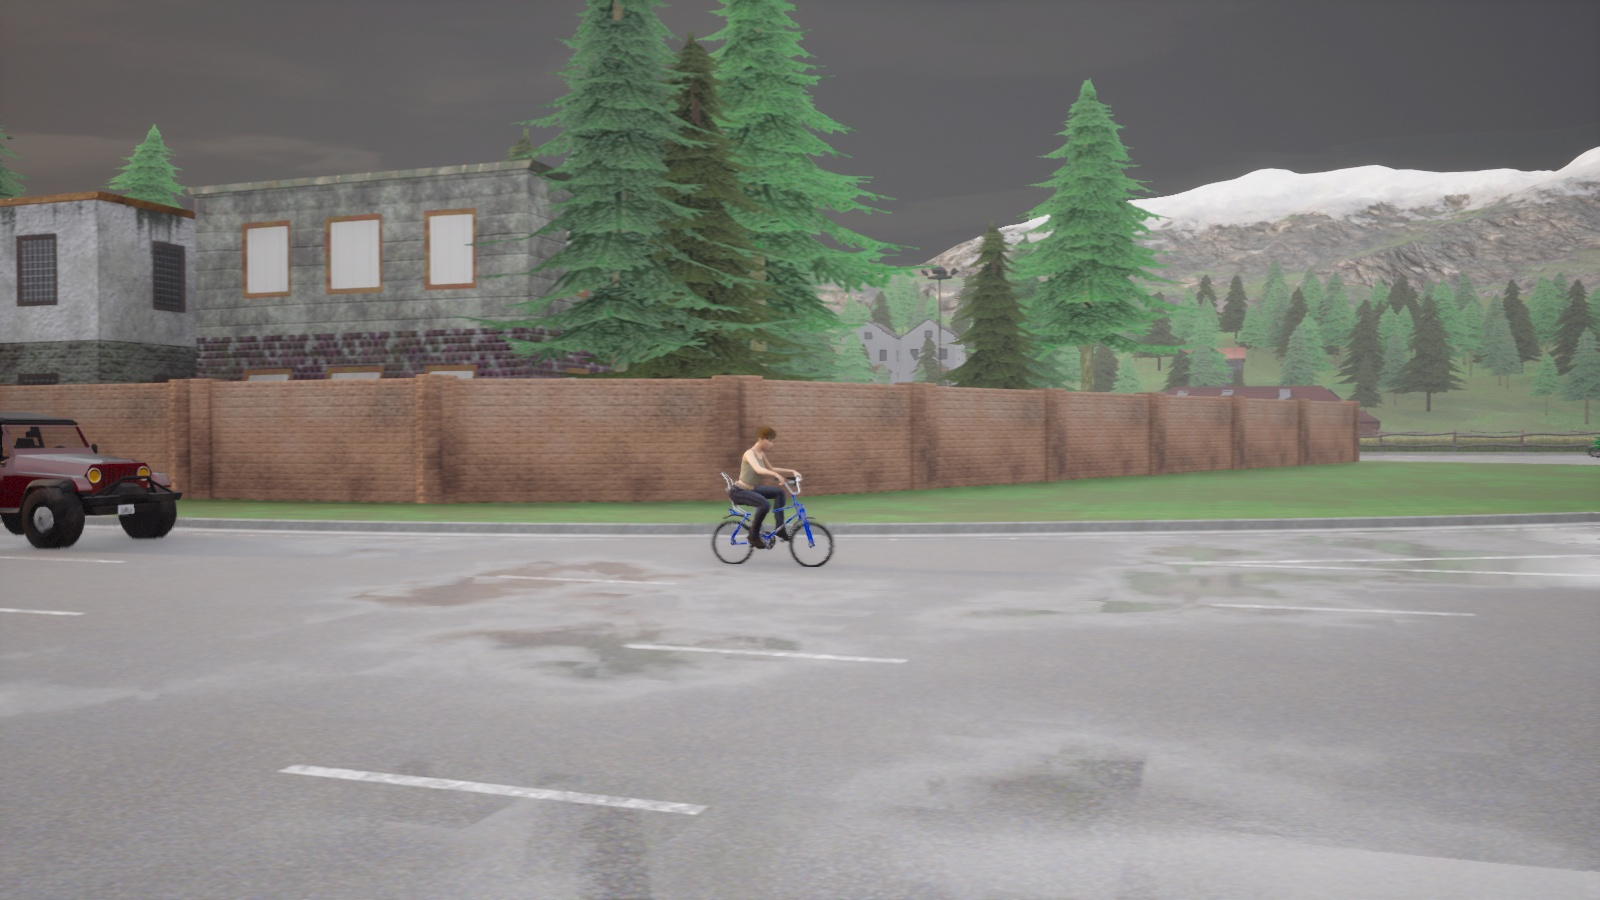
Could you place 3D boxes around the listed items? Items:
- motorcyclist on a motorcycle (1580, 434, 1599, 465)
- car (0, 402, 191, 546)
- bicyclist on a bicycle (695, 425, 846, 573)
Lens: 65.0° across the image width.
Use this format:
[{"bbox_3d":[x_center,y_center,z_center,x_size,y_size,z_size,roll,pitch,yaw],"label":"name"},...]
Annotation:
[{"bbox_3d":[40.451,-0.038,63.043,2.044,1.523,0.797,0,1,19],"label":"motorcyclist on a motorcycle"},{"bbox_3d":[-10.991,0.283,17.964,3.866,1.878,1.905,1,1,19],"label":"car"},{"bbox_3d":[-0.328,0.528,14.384,1.509,1.612,0.866,1,1,19],"label":"bicyclist on a bicycle"}]
